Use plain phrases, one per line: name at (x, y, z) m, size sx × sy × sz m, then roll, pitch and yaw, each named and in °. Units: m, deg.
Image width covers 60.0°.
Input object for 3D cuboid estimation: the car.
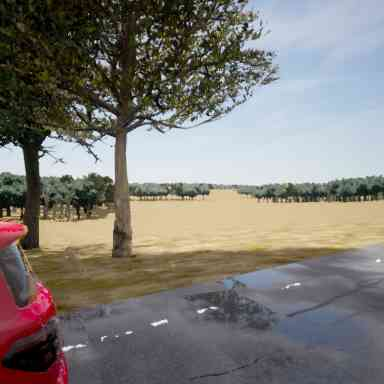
car at (-3.478, 1.223, 1.436) m, size 5.566 × 2.045 × 2.150 m, roll 0°, pitch 0°, yaw -37°
